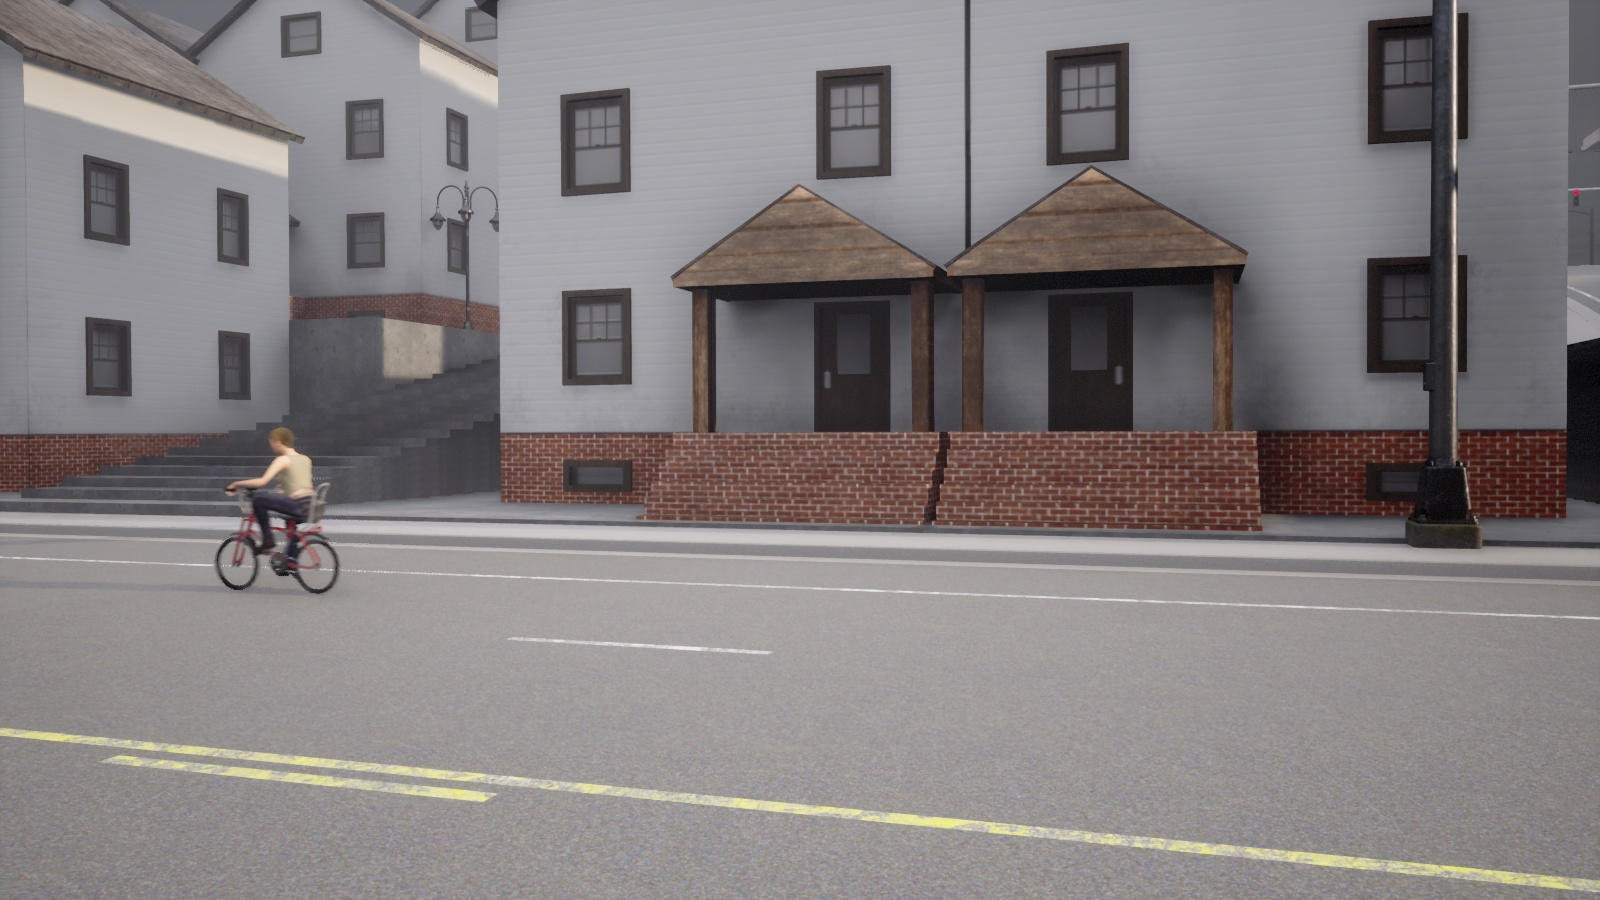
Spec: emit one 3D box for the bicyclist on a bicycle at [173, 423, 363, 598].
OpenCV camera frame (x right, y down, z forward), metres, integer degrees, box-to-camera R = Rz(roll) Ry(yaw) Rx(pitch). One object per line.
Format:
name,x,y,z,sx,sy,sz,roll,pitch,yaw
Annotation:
bicyclist on a bicycle,-5.179,0.547,12.258,1.509,1.612,0.866,0,1,19
